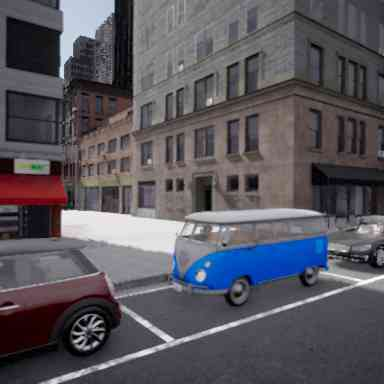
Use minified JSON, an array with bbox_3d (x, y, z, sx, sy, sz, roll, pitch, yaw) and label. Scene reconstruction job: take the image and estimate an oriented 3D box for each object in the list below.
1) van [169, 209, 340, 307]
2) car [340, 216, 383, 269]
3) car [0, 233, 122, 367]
[{"bbox_3d":[1.434,1.311,7.655,3.998,1.788,1.690,0,1,-35],"label":"van"},{"bbox_3d":[6.000,1.489,10.915,4.403,1.369,2.008,0,1,-35],"label":"car"},{"bbox_3d":[-3.133,1.441,4.400,4.097,1.590,1.967,0,1,-35],"label":"car"}]
